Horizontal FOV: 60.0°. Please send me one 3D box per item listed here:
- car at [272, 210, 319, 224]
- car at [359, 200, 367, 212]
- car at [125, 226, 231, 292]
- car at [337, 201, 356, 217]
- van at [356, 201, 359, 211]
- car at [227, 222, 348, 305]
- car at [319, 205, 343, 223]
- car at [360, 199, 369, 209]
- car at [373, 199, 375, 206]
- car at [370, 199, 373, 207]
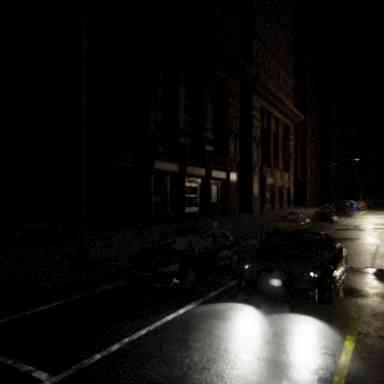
[{"bbox_3d":[5.684,1.829,18.955,1.752,1.417,4.829,0,-1,31],"label":"car"},{"bbox_3d":[26.087,2.385,52.822,1.947,1.339,4.313,0,-1,31],"label":"car"},{"bbox_3d":[-0.033,1.703,9.466,2.008,1.369,4.403,0,-1,31],"label":"car"},{"bbox_3d":[17.382,2.043,38.371,1.967,1.590,4.097,0,-1,31],"label":"car"},{"bbox_3d":[20.285,2.016,43.189,1.690,1.788,3.998,0,-1,31],"label":"van"},{"bbox_3d":[2.754,1.704,8.553,1.994,1.385,4.181,-1,-1,31],"label":"car"},{"bbox_3d":[11.576,2.038,28.735,1.802,1.307,4.206,0,-1,31],"label":"car"},{"bbox_3d":[28.990,2.331,57.640,1.967,1.590,4.097,0,-1,31],"label":"car"},{"bbox_3d":[40.599,2.615,76.909,1.967,1.590,4.097,0,-1,31],"label":"car"},{"bbox_3d":[34.796,2.349,67.276,2.192,1.841,5.009,0,-1,31],"label":"car"}]
